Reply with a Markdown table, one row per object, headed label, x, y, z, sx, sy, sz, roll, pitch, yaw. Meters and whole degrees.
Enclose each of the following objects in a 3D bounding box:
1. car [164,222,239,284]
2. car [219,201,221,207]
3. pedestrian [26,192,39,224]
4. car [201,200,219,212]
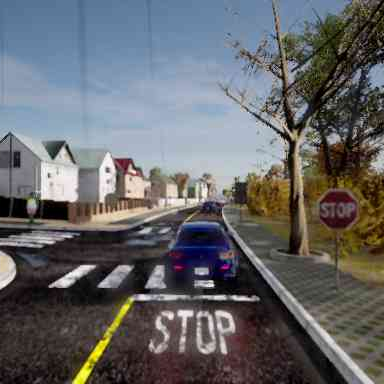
| label | x | y | z | sx | sy | sz | roll | pitch | yaw |
| --- | --- | --- | --- | --- | --- | --- | --- | --- | --- |
| car | 0.261 | 1.591 | 9.659 | 1.812 | 1.442 | 4.674 | 0 | 0 | 1 |
| car | 4.902 | 2.300 | 68.155 | 1.895 | 1.301 | 4.718 | 0 | -1 | 9 |
| pedestrian | -9.450 | 0.896 | 19.574 | 0.375 | 1.860 | 0.375 | 0 | -3 | 0 |
| car | 2.247 | 1.908 | 44.348 | 1.812 | 1.442 | 4.674 | 0 | -1 | 5 |
